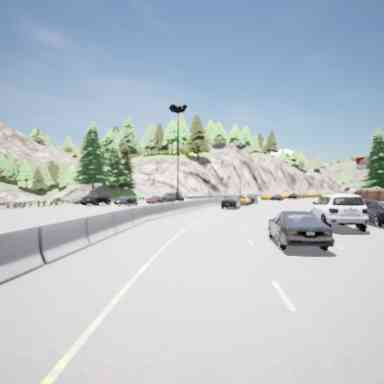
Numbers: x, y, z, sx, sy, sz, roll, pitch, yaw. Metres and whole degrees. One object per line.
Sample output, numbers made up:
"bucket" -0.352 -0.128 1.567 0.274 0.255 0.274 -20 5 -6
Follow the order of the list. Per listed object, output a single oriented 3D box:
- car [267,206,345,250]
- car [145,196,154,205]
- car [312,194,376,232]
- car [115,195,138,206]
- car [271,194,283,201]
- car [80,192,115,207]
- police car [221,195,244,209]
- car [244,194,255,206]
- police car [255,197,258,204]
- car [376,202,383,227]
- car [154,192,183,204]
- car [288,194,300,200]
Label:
"car" 4.409 1.499 14.138 2.033 1.411 5.357 0 0 6
"car" -5.522 1.297 51.565 1.812 1.442 4.674 0 0 18
"car" 8.688 1.160 20.058 2.150 2.045 5.566 0 0 8
"car" -9.824 1.262 49.625 2.128 1.511 4.902 0 0 17
"car" 18.516 1.228 72.390 1.994 1.385 4.181 0 0 28
"car" -13.917 0.986 48.264 2.150 2.045 5.566 0 0 16
"police car" 4.903 1.265 41.526 1.930 1.638 5.238 0 0 16
"car" 7.889 1.264 50.877 1.801 1.575 5.366 0 0 19
"police car" 9.914 1.217 56.271 1.930 1.638 5.238 0 0 22
"car" 12.513 1.445 21.811 1.837 1.490 4.892 0 0 9
"car" -2.972 1.014 48.234 2.150 2.045 5.566 0 0 18
"car" 26.071 1.163 84.894 1.837 1.490 4.892 0 0 34
